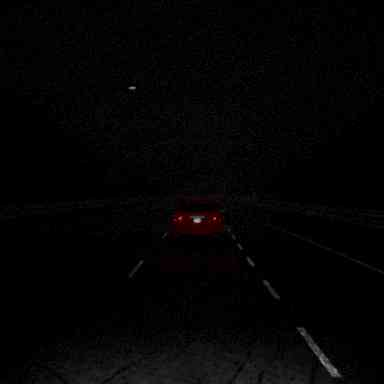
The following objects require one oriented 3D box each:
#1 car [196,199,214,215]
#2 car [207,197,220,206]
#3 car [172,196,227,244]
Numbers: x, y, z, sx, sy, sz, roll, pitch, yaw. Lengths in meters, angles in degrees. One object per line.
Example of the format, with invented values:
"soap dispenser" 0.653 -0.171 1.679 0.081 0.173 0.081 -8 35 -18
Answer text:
"car" 1.449 1.564 35.691 1.812 1.442 4.674 0 0 4
"car" 3.884 1.638 59.267 2.033 1.411 5.357 0 0 7
"car" 0.306 1.226 15.885 2.150 2.045 5.566 0 0 2
